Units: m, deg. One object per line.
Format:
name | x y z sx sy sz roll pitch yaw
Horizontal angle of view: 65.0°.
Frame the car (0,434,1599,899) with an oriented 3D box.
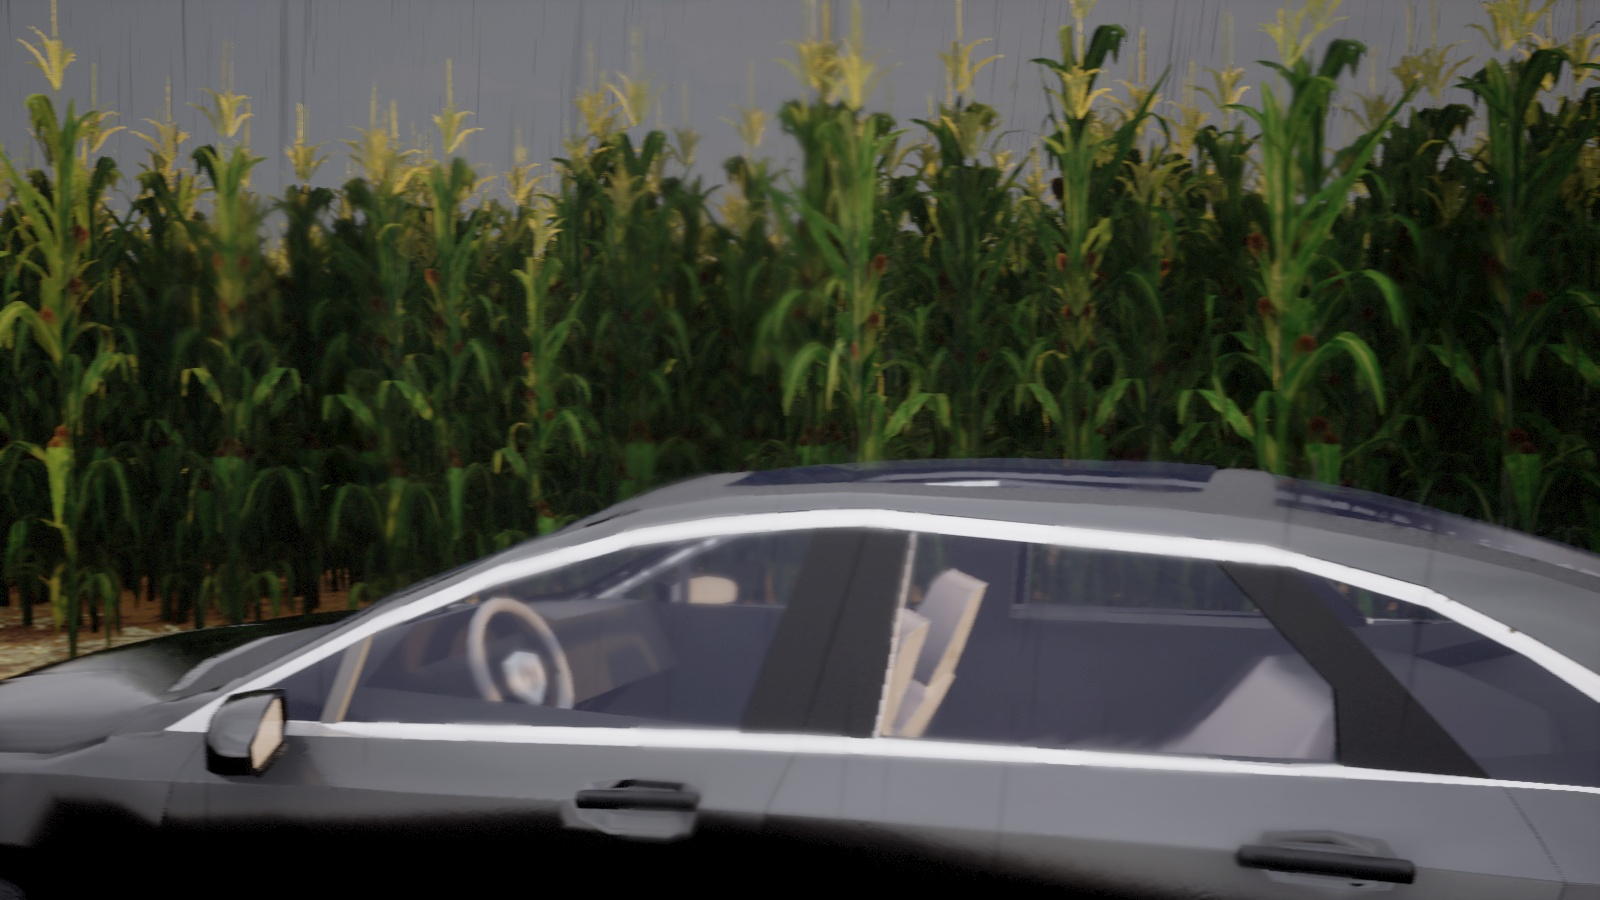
car | -0.074 0.737 2.796 4.902 1.511 2.128 1 1 19
